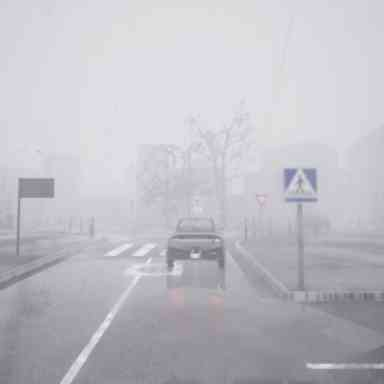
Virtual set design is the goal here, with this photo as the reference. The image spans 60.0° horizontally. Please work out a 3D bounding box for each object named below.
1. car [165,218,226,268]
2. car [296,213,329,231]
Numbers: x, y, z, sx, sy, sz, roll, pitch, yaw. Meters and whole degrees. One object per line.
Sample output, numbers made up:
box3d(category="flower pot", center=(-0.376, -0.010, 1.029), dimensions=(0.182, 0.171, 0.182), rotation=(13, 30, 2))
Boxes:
box3d(category="car", center=(0.171, 1.676, 11.860), dimensions=(2.128, 1.511, 4.902), rotation=(0, -2, 2))
box3d(category="car", center=(10.352, 2.507, 28.388), dimensions=(2.128, 1.511, 4.902), rotation=(-2, -4, 34))
